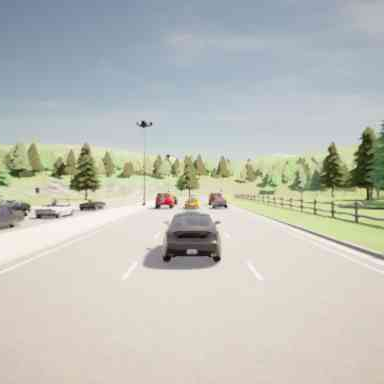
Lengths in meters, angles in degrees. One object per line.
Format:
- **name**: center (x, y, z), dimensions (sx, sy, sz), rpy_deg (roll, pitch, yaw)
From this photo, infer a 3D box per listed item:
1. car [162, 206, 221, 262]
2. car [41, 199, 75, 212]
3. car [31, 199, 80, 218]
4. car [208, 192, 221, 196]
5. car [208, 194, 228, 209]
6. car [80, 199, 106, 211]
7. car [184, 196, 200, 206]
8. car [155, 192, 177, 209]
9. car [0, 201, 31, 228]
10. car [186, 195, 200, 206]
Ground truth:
- **car**: center (-0.001, 1.460, 11.969), dimensions (1.837, 1.490, 4.892), rpy_deg (0, 0, 0)
- **car**: center (-14.999, 1.465, 37.521), dimensions (1.895, 1.301, 4.718), rpy_deg (0, 0, 0)
- **car**: center (-11.579, 1.497, 28.484), dimensions (1.895, 1.301, 4.718), rpy_deg (0, 0, 1)
- **car**: center (3.755, 1.030, 53.196), dimensions (2.150, 2.045, 5.566), rpy_deg (0, 0, 2)
- **car**: center (3.534, 1.394, 42.572), dimensions (2.033, 1.411, 5.357), rpy_deg (0, 0, 1)
- **car**: center (-11.499, 1.461, 38.677), dimensions (1.895, 1.301, 4.718), rpy_deg (0, 0, 0)
- **car**: center (0.038, 1.322, 42.988), dimensions (1.882, 1.535, 5.008), rpy_deg (0, 0, 1)
- **car**: center (-3.466, 1.067, 42.604), dimensions (2.150, 2.045, 5.566), rpy_deg (0, 0, 1)
- **car**: center (-11.599, 1.479, 18.900), dimensions (2.033, 1.411, 5.357), rpy_deg (0, 0, 0)
- **car**: center (0.255, 1.299, 53.258), dimensions (2.128, 1.511, 4.902), rpy_deg (0, 0, 2)
